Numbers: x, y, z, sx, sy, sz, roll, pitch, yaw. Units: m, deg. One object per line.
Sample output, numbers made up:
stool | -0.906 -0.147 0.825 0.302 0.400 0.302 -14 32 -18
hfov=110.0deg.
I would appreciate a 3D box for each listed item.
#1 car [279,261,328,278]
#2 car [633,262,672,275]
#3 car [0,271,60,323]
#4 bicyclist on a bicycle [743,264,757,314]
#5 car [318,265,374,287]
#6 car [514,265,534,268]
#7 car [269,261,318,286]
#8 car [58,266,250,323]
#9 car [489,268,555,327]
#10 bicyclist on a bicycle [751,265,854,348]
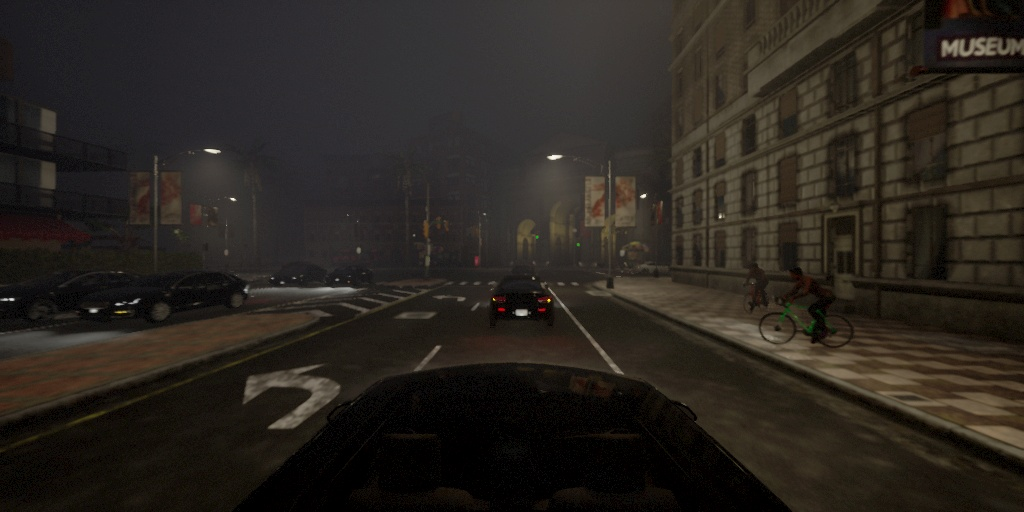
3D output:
car | -20.334 1.232 34.929 5.008 1.535 1.882 0 0 29
car | 15.822 1.332 39.656 4.674 1.442 1.812 0 0 2
car | -14.850 1.233 12.198 2.128 1.511 4.902 0 0 2
bicyclist on a bicycle | 8.091 1.071 11.872 1.656 1.620 0.582 0 0 -33
car | -11.110 1.321 24.738 1.994 1.385 4.181 0 0 -1
car | 0.763 1.297 22.916 1.812 1.442 4.674 0 0 4
car | -14.795 1.300 25.319 2.033 1.411 5.357 0 0 -6
car | -11.342 1.250 12.204 1.837 1.490 4.892 0 0 2
car | 0.319 1.285 11.449 1.812 1.442 4.674 0 0 2
bicyclist on a bicycle | 6.049 1.064 7.418 1.656 1.620 0.582 0 0 17
